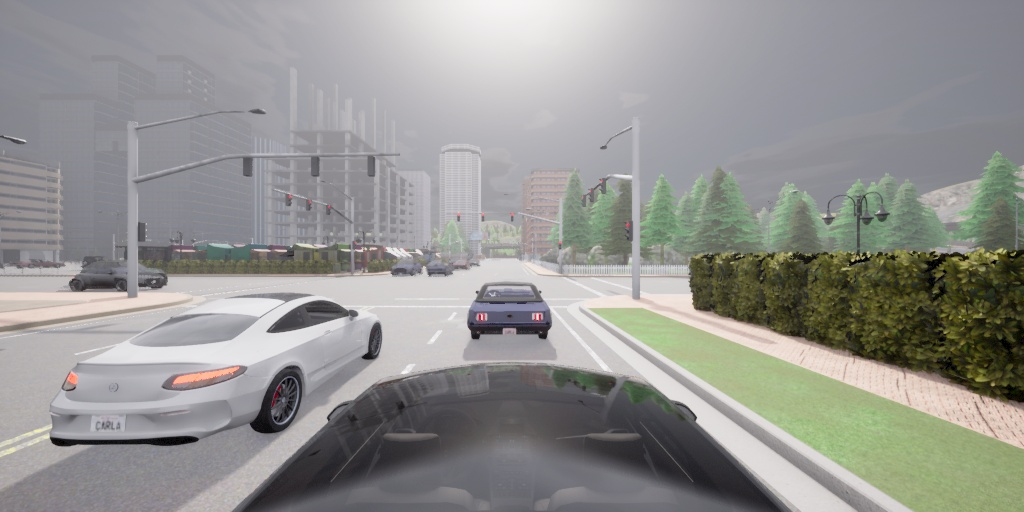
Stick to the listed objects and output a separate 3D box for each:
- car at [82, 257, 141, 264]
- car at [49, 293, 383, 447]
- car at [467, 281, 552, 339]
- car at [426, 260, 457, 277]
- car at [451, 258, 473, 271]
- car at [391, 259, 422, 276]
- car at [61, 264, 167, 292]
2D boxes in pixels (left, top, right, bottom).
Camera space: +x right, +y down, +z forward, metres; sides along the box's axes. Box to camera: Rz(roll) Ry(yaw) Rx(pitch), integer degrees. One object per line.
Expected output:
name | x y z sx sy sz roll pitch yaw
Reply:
car | -26.340 1.102 24.381 4.553 1.767 2.097 0 0 2
car | -3.506 1.276 5.389 1.812 1.442 4.674 0 0 -1
car | -0.092 1.351 9.997 1.895 1.301 4.718 0 0 -1
car | -7.130 1.351 35.861 1.895 1.301 4.718 0 0 1
car | -7.079 1.228 50.287 1.882 1.535 5.008 0 0 0
car | -10.627 1.101 36.410 2.097 1.767 4.553 0 0 1
car | -22.719 1.313 20.782 4.181 1.385 1.994 0 0 1
